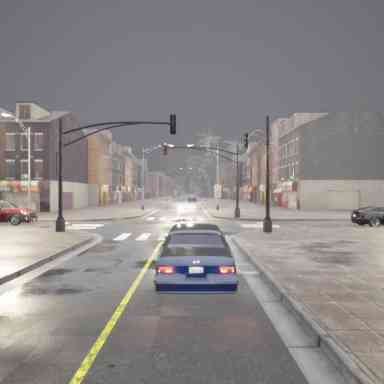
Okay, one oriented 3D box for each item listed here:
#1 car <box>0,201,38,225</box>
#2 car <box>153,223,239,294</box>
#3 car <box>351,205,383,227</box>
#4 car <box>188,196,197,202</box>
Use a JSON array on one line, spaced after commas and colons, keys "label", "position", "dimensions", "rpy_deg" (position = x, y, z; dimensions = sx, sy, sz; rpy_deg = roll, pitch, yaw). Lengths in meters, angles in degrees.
[{"label": "car", "position": [-13.466, 1.397, 23.641], "dimensions": [4.553, 1.767, 2.097], "rpy_deg": [0, 0, -1]}, {"label": "car", "position": [0.082, 1.549, 8.920], "dimensions": [2.033, 1.411, 5.357], "rpy_deg": [0, 0, 0]}, {"label": "car", "position": [12.356, 1.522, 21.035], "dimensions": [4.313, 1.339, 1.947], "rpy_deg": [0, 0, 0]}, {"label": "car", "position": [0.019, 1.550, 75.854], "dimensions": [1.882, 1.535, 5.008], "rpy_deg": [0, 0, 0]}]
